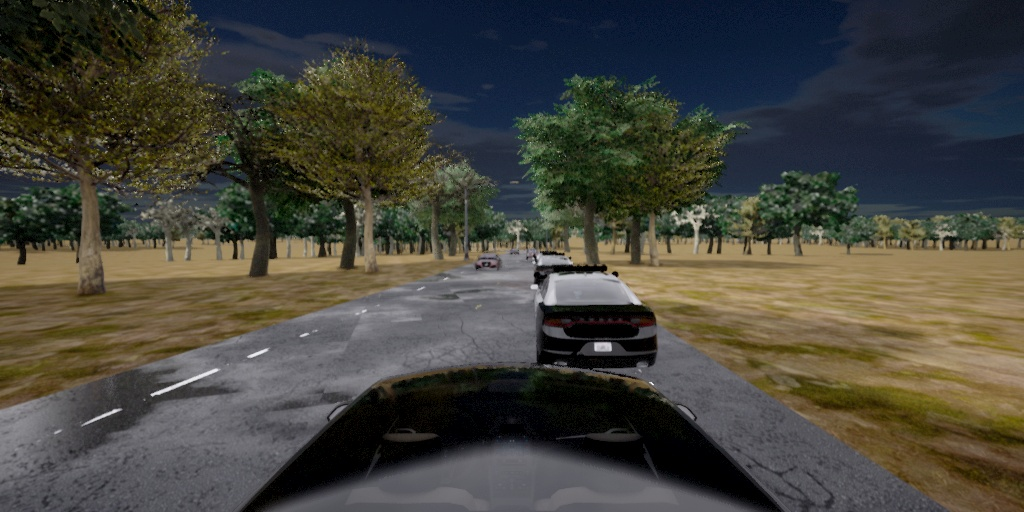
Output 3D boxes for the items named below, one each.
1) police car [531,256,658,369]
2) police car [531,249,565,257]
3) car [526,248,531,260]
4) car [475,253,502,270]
[{"bbox_3d":[1.430,0.989,7.646,1.930,1.638,5.238,-1,2,3],"label":"police car"},{"bbox_3d":[2.020,0.637,17.633,1.930,1.638,5.238,1,2,3],"label":"police car"},{"bbox_3d":[2.895,-0.222,50.490,2.033,1.411,5.357,0,2,3],"label":"car"},{"bbox_3d":[-1.916,0.441,30.363,1.994,1.385,4.181,0,2,3],"label":"car"}]
